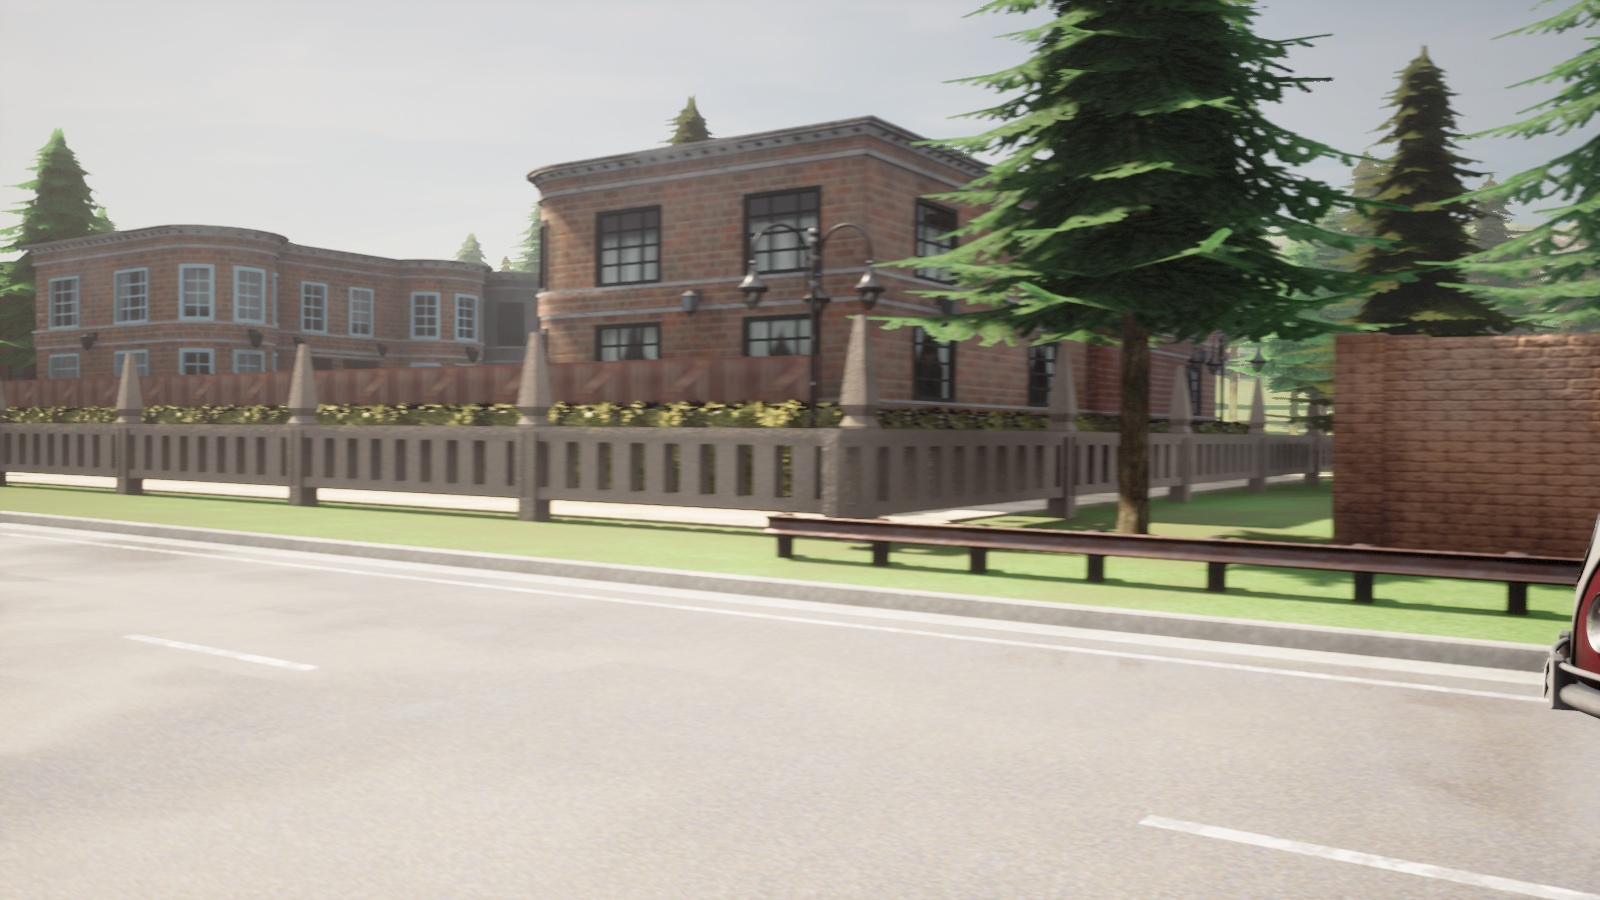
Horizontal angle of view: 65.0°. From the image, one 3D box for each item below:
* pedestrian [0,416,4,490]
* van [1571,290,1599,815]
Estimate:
[{"bbox_3d":[-21.172,0.086,32.764,0.666,1.930,0.402,0,1,34],"label":"pedestrian"},{"bbox_3d":[5.288,0.377,4.307,4.442,1.987,1.775,0,1,34],"label":"van"}]
